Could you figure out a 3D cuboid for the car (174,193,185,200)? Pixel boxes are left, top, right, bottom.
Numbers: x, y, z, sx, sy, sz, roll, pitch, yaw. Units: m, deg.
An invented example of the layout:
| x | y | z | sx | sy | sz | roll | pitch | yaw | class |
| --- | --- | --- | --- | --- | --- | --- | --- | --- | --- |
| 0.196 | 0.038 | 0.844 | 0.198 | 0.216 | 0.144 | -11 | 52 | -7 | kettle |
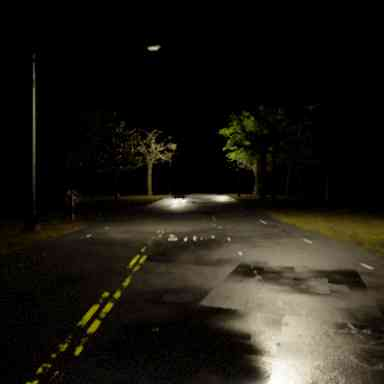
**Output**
| x | y | z | sx | sy | sz | roll | pitch | yaw | class |
| --- | --- | --- | --- | --- | --- | --- | --- | --- | --- |
| -2.292 | 0.786 | 62.331 | 1.895 | 1.301 | 4.718 | 0 | 1 | 2 | car |
